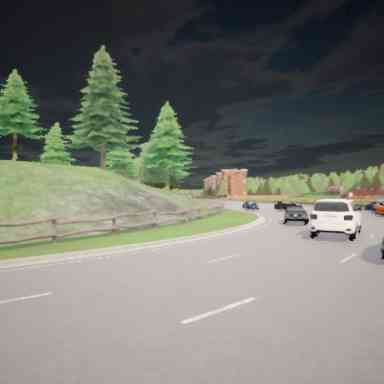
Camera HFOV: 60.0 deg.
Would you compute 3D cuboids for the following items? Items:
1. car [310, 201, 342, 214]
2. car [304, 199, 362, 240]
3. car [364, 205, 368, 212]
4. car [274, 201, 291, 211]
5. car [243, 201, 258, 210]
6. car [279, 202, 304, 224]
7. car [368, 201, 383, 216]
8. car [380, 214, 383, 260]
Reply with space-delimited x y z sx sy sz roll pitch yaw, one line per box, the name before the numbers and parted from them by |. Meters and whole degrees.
car | 17.185 1.903 42.945 1.882 1.535 5.008 0 -1 -2
car | 8.020 1.402 18.394 2.150 2.045 5.566 0 0 30
car | 24.127 1.877 42.842 1.812 1.442 4.674 0 -1 -2
car | 13.432 2.017 48.358 1.882 1.535 5.008 0 -1 -3
car | 9.569 2.190 54.419 1.812 1.442 4.674 -1 -1 -3
car | 8.532 1.849 27.576 2.033 1.411 5.357 -1 -1 16
car | 20.214 1.619 33.902 2.097 1.767 4.553 -1 -1 8
car | 8.118 1.638 12.118 2.033 1.411 5.357 -1 -1 36
